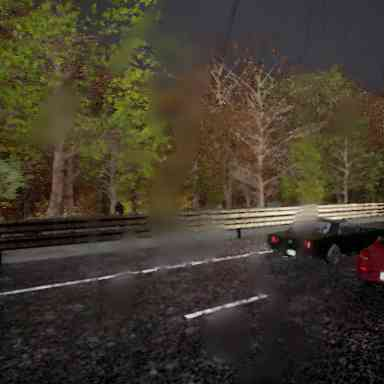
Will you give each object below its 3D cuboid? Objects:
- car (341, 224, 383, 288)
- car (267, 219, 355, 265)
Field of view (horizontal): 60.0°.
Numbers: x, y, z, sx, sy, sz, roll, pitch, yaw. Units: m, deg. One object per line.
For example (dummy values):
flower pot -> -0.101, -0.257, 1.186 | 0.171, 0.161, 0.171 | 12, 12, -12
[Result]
car -> 5.721, 1.504, 7.873 | 4.674, 1.442, 1.812 | 0, 0, -36
car -> 4.877, 1.577, 11.587 | 4.718, 1.301, 1.895 | 0, 0, -36
